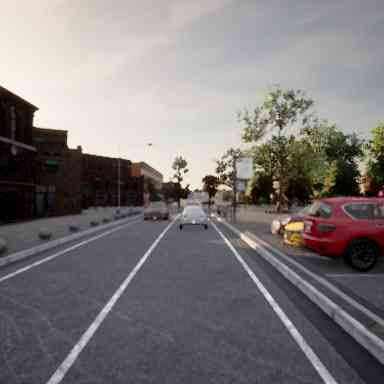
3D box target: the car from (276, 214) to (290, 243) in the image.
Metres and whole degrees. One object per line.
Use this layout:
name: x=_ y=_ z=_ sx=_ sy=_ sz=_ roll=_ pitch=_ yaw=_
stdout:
car: x=6.218 y=1.464 z=13.224 sx=5.008 sy=1.535 sz=2.097 roll=0 pitch=0 yaw=-1

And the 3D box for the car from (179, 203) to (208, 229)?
car: x=0.090 y=1.702 z=23.130 sx=1.812 sy=1.442 sz=4.674 roll=0 pitch=-1 yaw=0

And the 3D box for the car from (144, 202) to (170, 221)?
car: x=-3.265 y=1.739 z=31.502 sx=2.097 sy=1.767 sz=4.553 roll=0 pitch=-1 yaw=0

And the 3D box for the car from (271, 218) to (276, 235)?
car: x=6.215 y=1.354 z=16.260 sx=4.553 sy=1.767 sz=2.185 roll=0 pitch=0 yaw=-1

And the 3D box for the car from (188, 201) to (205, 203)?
car: x=0.113 y=1.945 z=38.677 sx=2.097 sy=1.767 sz=4.553 roll=0 pitch=-2 yaw=0

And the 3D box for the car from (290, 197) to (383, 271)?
car: x=6.269 y=1.199 z=10.308 sx=5.566 sy=2.045 sz=2.435 roll=0 pitch=0 yaw=0
